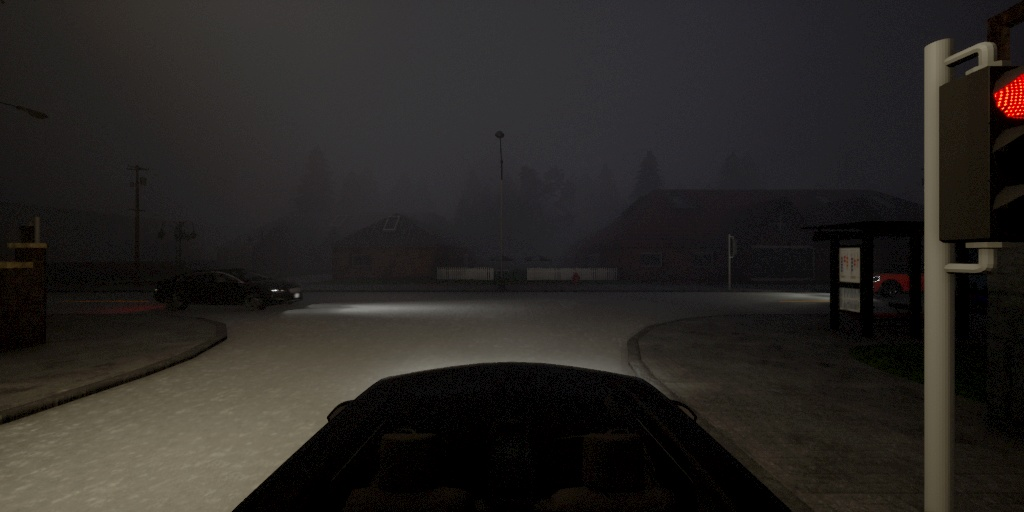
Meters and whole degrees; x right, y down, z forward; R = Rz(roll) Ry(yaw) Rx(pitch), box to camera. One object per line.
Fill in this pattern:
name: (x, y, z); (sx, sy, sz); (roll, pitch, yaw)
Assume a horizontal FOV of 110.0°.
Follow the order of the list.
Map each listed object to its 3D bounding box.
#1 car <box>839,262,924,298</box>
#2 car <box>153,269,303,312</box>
car: (19.209, 1.102, 17.880); (4.553, 1.767, 2.097); (0, 0, 0)
car: (-10.667, 1.241, 13.676); (4.902, 1.511, 2.128); (0, 0, 0)
